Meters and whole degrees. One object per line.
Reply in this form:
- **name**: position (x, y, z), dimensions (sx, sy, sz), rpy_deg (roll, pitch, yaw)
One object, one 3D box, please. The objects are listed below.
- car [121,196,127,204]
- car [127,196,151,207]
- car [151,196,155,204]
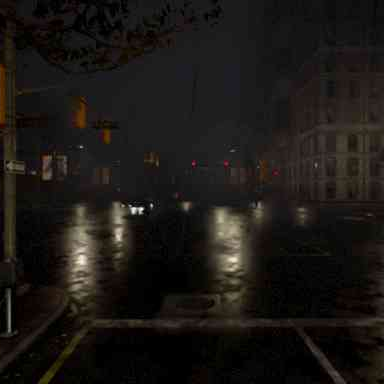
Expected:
- **car**: position (-11.503, 1.502, 60.617), dimensions (2.033, 1.411, 5.357), rpy_deg (0, 0, 1)
- **car**: position (-7.993, 1.455, 50.330), dimensions (2.128, 1.511, 4.902), rpy_deg (0, 0, 0)
- **car**: position (-7.994, 1.479, 61.875), dimensions (1.812, 1.442, 4.674), rpy_deg (0, 0, 0)
